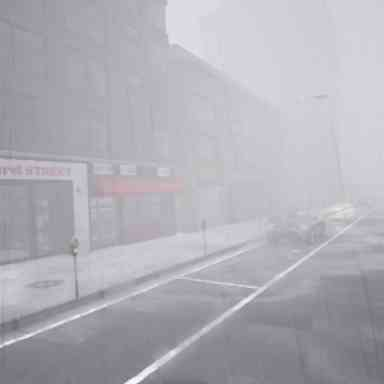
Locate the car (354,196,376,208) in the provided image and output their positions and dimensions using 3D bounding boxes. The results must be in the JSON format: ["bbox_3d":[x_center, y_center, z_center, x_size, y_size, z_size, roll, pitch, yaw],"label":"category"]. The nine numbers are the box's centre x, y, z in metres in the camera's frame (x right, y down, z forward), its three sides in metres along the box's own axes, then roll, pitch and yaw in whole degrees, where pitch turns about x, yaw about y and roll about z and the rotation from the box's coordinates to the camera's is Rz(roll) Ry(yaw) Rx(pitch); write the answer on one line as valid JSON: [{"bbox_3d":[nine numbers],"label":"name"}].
[{"bbox_3d":[22.435,1.275,43.462,1.967,1.590,4.097,-3,-1,32],"label":"car"}]

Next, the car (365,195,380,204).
[{"bbox_3d":[31.208,1.287,57.456,1.887,1.381,4.507,-3,-1,32],"label":"car"}]

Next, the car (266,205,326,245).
[{"bbox_3d":[4.898,1.471,15.471,1.967,1.590,4.097,-3,-1,32],"label":"car"}]

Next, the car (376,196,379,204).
[{"bbox_3d":[25.363,1.369,48.125,1.947,1.339,4.313,-3,-1,32],"label":"car"}]

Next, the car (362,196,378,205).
[{"bbox_3d":[28.285,1.323,52.790,2.008,1.369,4.403,-3,-1,32],"label":"car"}]
